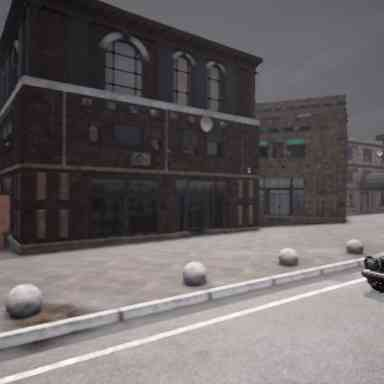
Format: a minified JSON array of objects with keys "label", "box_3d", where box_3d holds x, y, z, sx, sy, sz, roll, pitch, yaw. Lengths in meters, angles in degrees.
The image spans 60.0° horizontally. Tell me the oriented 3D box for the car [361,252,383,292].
[{"label":"car","box_3d":[6.095,1.670,7.964,4.718,1.301,1.895,1,0,-35]}]
